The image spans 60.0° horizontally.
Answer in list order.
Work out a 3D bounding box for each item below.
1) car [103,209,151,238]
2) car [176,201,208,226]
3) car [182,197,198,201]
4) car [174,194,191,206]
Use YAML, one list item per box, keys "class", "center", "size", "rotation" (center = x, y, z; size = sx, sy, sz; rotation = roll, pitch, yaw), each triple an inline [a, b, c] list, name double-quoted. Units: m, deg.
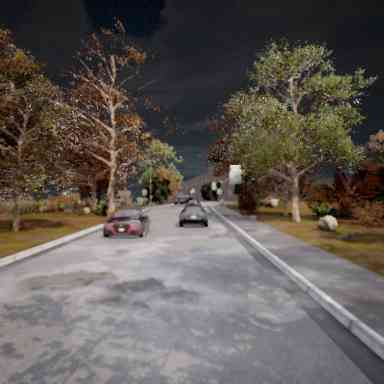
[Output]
- class: "car"
  center: [-3.346, 1.593, 17.747]
  size: [1.994, 1.385, 4.181]
  rotation: [0, 0, 0]
- class: "car"
  center: [0.105, 1.602, 23.551]
  size: [1.994, 1.385, 4.181]
  rotation: [0, 0, 0]
- class: "car"
  center: [0.174, 1.630, 41.981]
  size: [1.994, 1.385, 4.181]
  rotation: [0, 0, 1]
- class: "car"
  center: [-1.533, 1.334, 58.679]
  size: [2.150, 2.045, 5.566]
  rotation: [-1, 0, 14]
